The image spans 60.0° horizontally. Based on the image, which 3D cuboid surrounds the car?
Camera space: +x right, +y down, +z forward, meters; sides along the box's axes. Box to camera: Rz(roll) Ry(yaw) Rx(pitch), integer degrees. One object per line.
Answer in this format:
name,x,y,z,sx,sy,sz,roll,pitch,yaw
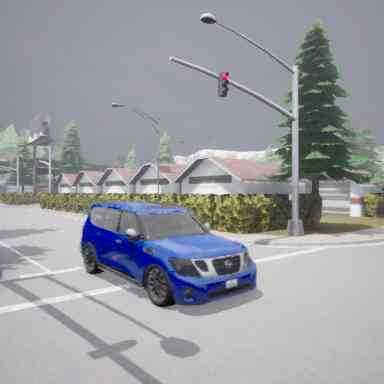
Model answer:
car,-0.992,1.337,8.482,2.150,2.045,5.566,0,1,-40
